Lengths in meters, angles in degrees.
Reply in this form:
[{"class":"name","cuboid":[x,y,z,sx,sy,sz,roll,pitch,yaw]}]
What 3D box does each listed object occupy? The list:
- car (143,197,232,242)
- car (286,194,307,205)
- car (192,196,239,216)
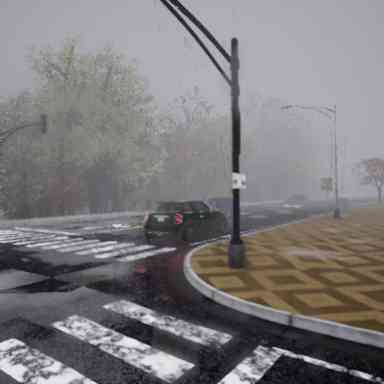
[{"class":"car","cuboid":[-0.151,1.113,15.132,2.097,1.767,4.553,-1,0,31]},{"class":"car","cuboid":[15.211,1.002,48.375,1.882,1.535,5.008,-1,0,36]},{"class":"car","cuboid":[2.229,1.197,30.140,1.882,1.535,5.008,-1,0,35]}]
